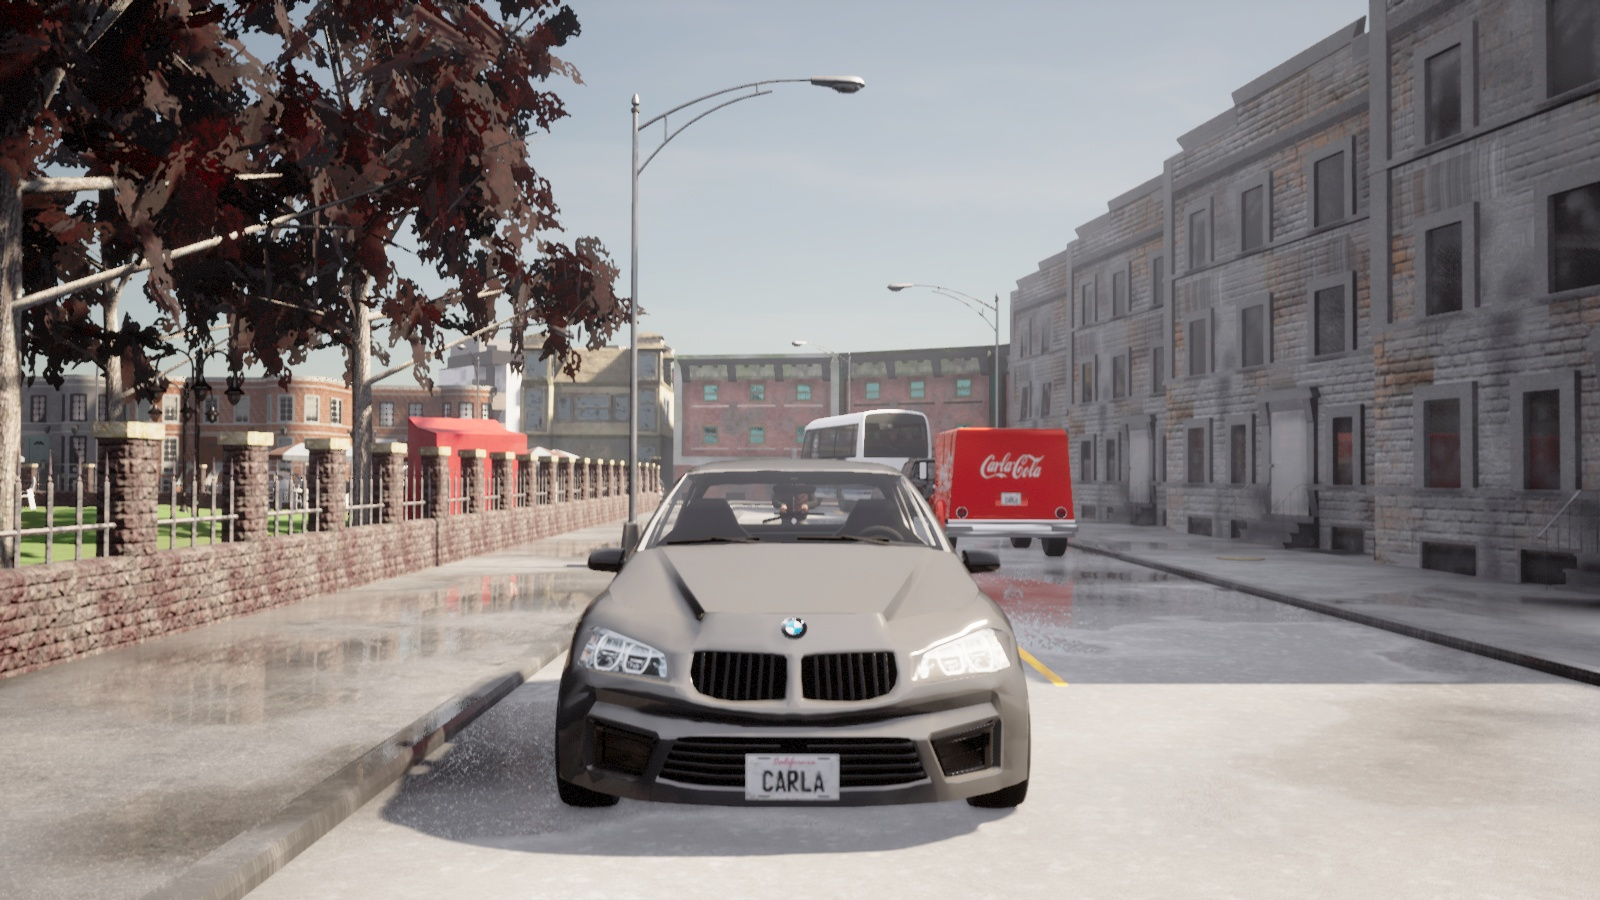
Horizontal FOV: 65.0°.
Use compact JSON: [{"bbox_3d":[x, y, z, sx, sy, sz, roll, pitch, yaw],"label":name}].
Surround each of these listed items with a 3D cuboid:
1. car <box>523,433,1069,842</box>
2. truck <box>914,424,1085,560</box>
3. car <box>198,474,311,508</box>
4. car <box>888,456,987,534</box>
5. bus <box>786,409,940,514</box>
[{"bbox_3d":[-0.031,0.813,7.472,2.242,1.667,4.611,0,-1,0],"label":"car"},{"bbox_3d":[3.884,0.825,25.617,2.627,2.467,5.204,0,-1,0],"label":"truck"},{"bbox_3d":[-26.880,2.006,61.997,4.611,1.667,2.242,0,-1,0],"label":"car"},{"bbox_3d":[3.837,1.240,35.975,2.150,2.045,5.566,0,-1,-1],"label":"car"},{"bbox_3d":[2.556,0.556,56.353,3.944,4.253,10.273,0,-1,-15],"label":"bus"}]
